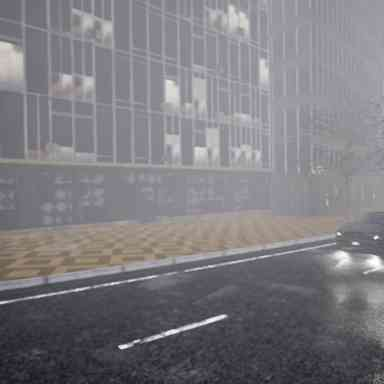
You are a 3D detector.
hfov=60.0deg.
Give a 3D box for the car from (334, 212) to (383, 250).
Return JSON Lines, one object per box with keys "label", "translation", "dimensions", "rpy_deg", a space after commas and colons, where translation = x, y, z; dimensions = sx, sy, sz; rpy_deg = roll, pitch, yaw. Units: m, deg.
{"label": "car", "translation": [8.222, 1.561, 14.284], "dimensions": [5.357, 1.411, 2.033], "rpy_deg": [0, 0, -40]}
